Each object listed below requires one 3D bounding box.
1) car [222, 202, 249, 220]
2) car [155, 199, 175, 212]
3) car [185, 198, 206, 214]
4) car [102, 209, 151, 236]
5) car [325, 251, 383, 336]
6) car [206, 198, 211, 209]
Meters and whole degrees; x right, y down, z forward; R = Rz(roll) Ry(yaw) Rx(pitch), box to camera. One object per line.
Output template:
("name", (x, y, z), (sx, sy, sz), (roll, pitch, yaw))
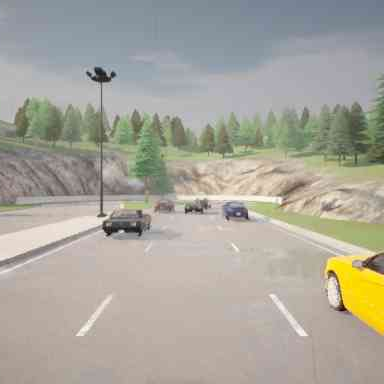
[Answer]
("car", (3.605, 1.525, 28.051), (1.812, 1.442, 4.674), (0, 0, 0))
("car", (-3.097, 1.526, 38.249), (1.812, 1.442, 4.674), (0, 0, 3))
("car", (0.262, 1.601, 35.340), (1.895, 1.301, 4.718), (0, 0, 2))
("car", (-3.401, 1.601, 18.242), (1.895, 1.301, 4.718), (0, 0, 0))
("car", (3.601, 1.478, 4.699), (1.882, 1.535, 5.008), (0, 0, 0))
("car", (1.392, 1.492, 44.539), (2.128, 1.511, 4.902), (0, 0, 12))
